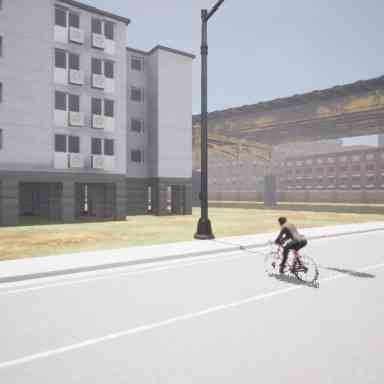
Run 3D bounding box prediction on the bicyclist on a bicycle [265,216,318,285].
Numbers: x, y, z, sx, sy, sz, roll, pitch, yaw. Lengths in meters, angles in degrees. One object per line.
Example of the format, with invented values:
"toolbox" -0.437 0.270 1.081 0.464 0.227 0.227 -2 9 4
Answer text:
"bicyclist on a bicycle" 2.457 1.455 8.464 0.582 1.620 1.656 0 -2 -36
